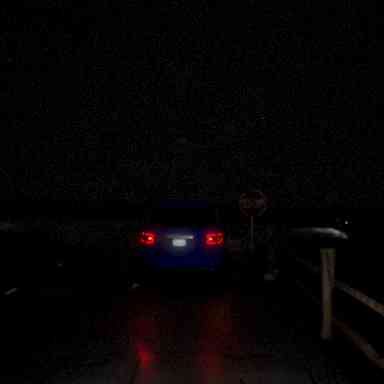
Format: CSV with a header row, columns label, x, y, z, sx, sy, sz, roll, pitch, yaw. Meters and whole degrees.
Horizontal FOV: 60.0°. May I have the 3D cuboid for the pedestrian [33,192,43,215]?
label,x,y,z,sx,sy,sz,roll,pitch,yaw
pedestrian,-12.033,0.868,25.857,0.375,1.860,0.375,0,1,0

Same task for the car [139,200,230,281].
label,x,y,z,sx,sy,sz,roll,pitch,yaw
car,-0.026,1.247,10.162,2.150,2.045,5.566,0,0,5

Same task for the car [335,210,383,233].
label,x,y,z,sx,sy,sz,roll,pitch,yaw
car,12.789,1.987,22.725,5.357,1.411,2.033,2,2,0
